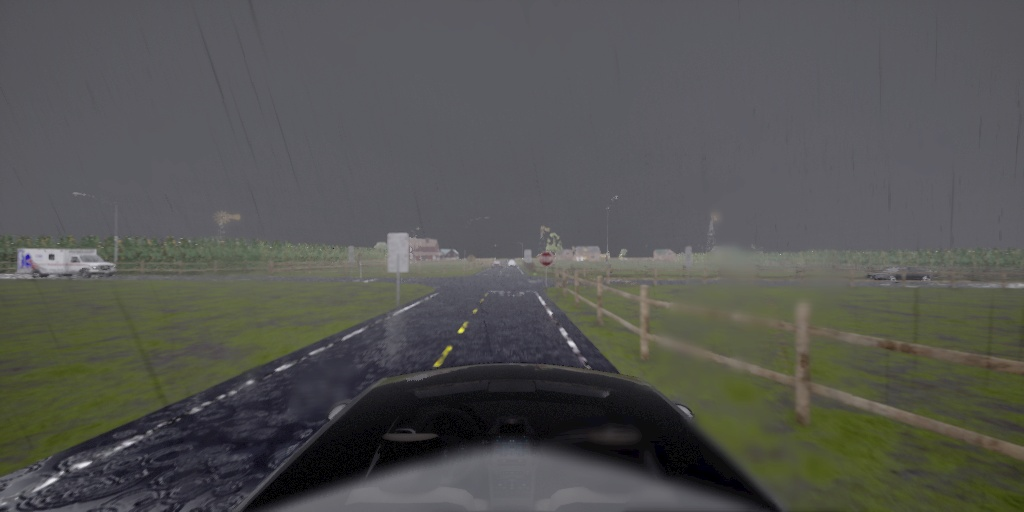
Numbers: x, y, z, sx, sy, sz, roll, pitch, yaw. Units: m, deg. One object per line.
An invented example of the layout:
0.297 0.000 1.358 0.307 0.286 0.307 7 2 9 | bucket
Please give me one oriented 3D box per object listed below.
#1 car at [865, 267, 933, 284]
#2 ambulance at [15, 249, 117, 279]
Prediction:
34.812 1.697 32.331 4.892 1.490 1.837 1 0 1 | car
-37.240 0.636 30.181 6.366 2.431 2.351 0 0 1 | ambulance
